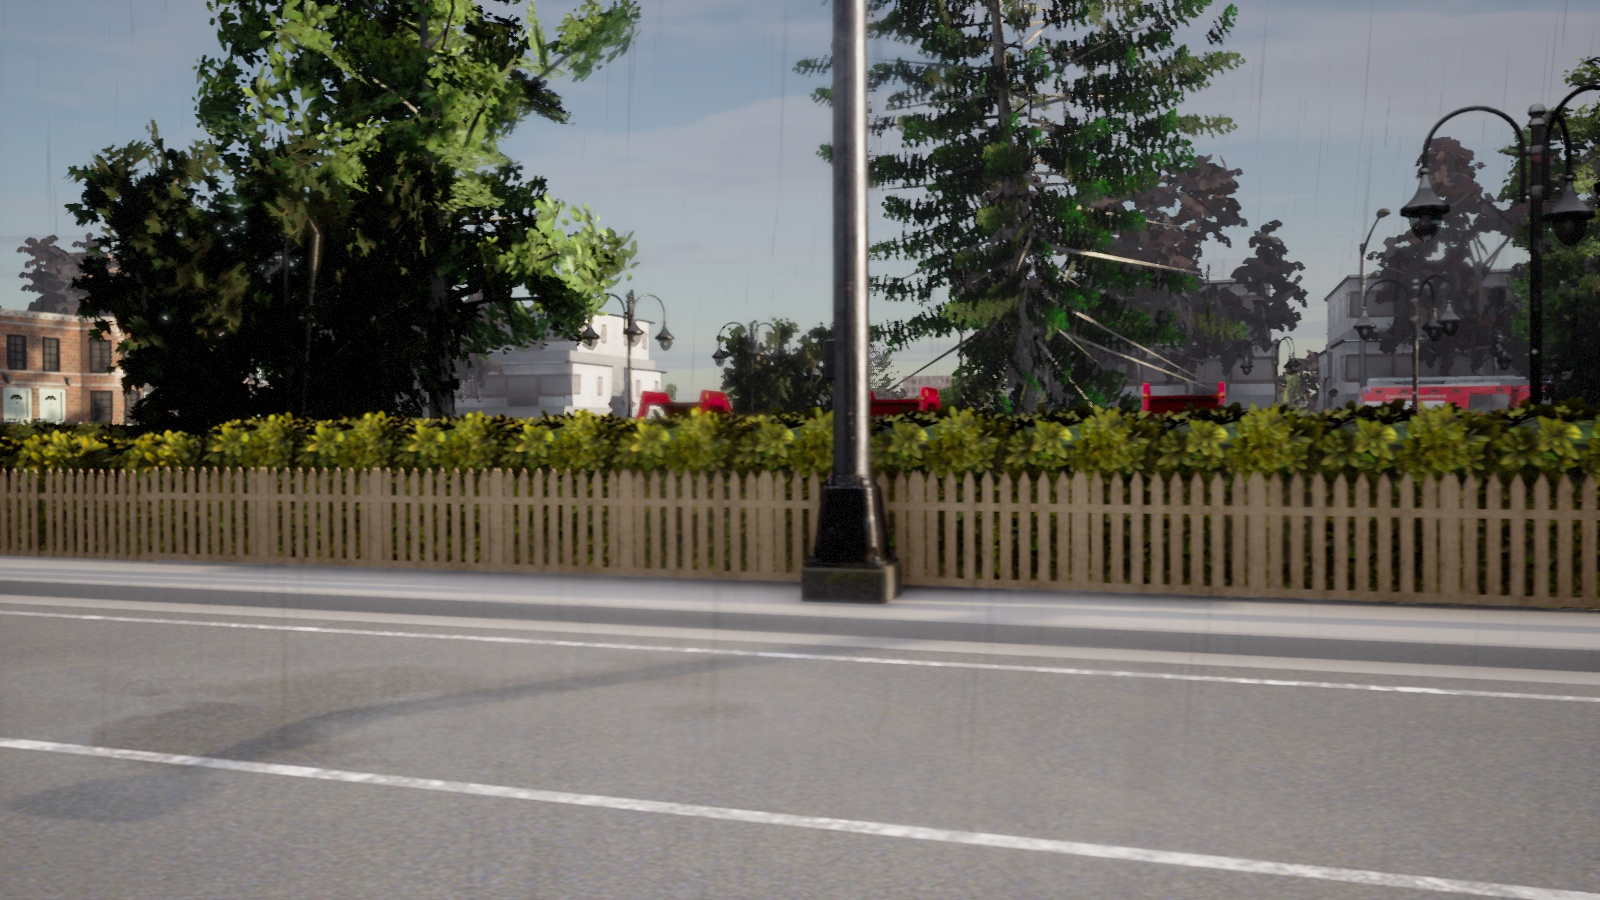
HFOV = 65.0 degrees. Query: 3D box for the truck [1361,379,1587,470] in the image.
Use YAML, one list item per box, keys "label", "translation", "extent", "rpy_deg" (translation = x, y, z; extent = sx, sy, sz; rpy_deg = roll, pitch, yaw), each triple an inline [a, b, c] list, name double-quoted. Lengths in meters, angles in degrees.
- label: "truck"
  translation: [29.719, -1.136, 55.859]
  extent: [8.468, 3.827, 2.891]
  rpy_deg: [0, 1, 19]
